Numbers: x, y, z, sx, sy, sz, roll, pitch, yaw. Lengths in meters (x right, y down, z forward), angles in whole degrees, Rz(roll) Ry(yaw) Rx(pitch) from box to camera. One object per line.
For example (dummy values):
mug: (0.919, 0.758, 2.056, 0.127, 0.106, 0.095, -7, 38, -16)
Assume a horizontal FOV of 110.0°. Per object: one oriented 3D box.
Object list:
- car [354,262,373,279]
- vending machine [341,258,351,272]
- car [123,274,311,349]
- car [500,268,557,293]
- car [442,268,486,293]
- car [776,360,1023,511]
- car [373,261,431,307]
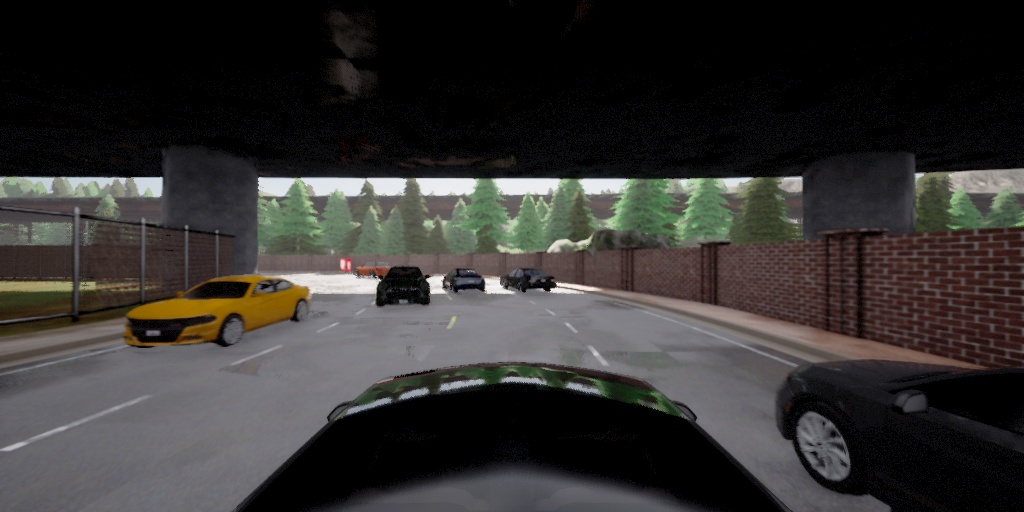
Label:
car: (-14.411, 1.365, 37.168, 4.553, 1.767, 2.097, 0, -1, 39)
vending machine: (-23.228, 1.306, 50.120, 0.880, 2.100, 1.100, 0, 0, 17)
car: (-7.338, 1.287, 9.637, 1.882, 1.535, 5.008, 0, 0, -4)
car: (0.867, 1.452, 22.380, 2.033, 1.411, 5.357, 0, 0, -20)
car: (-3.120, 1.470, 22.656, 1.994, 1.385, 4.181, 0, 0, -22)
car: (3.596, 1.255, 1.649, 1.837, 1.490, 4.892, 0, 0, 0)
car: (-4.809, 1.210, 16.143, 2.097, 1.767, 4.553, 0, 0, -15)
